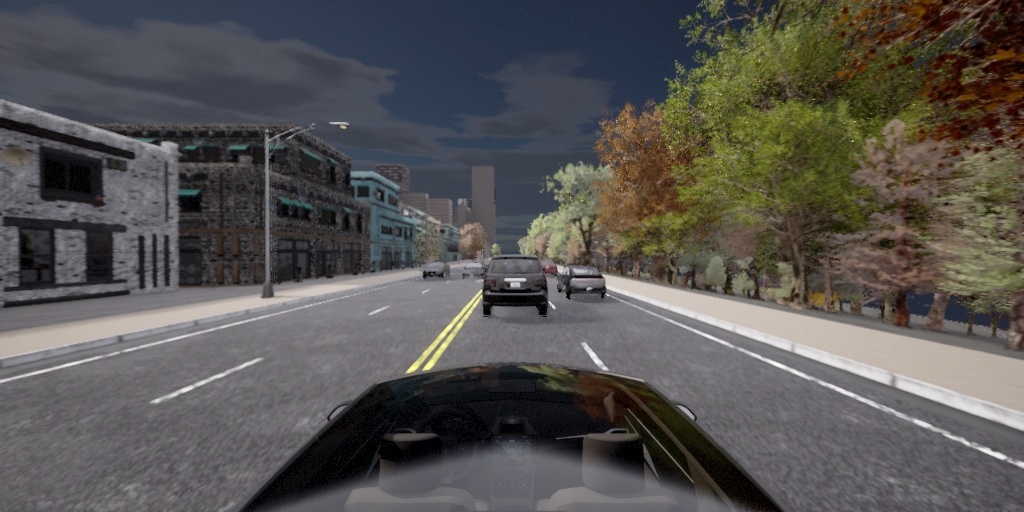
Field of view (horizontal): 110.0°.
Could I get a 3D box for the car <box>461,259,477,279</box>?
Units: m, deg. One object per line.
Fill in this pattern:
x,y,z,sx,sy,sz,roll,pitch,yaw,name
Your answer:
-3.337,1.266,32.019,1.812,1.442,4.674,0,0,0,car

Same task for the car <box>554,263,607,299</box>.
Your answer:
3.350,1.237,17.973,2.128,1.511,4.902,0,0,0,car

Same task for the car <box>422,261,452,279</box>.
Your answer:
-6.594,1.246,31.895,1.837,1.490,4.892,0,0,0,car

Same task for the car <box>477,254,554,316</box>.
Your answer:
0.101,0.968,13.499,2.150,2.045,5.566,0,0,0,car

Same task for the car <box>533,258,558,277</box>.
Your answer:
3.350,1.092,36.232,2.097,1.767,4.553,0,0,0,car
